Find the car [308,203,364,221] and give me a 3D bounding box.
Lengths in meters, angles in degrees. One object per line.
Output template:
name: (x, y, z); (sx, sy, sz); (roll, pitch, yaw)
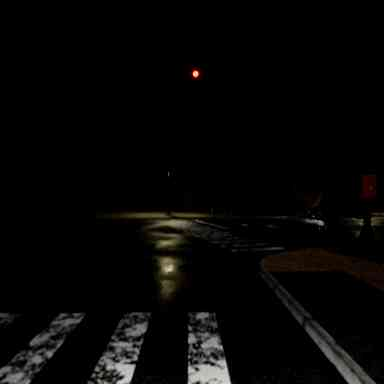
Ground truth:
car: (12.779, 1.701, 28.792); (5.357, 1.411, 2.033); (1, 0, -18)
